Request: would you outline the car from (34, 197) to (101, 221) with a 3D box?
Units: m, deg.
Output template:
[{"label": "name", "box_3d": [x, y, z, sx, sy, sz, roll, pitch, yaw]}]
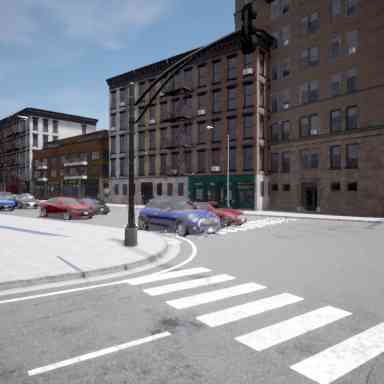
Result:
[{"label": "car", "box_3d": [-9.160, 1.152, 24.183, 5.008, 1.535, 1.882, 1, 0, 38]}]

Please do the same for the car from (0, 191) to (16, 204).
[{"label": "car", "box_3d": [-27.587, 0.786, 48.231, 4.553, 1.767, 2.097, 1, 0, 41]}]

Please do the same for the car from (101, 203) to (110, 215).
[{"label": "car", "box_3d": [-8.816, 1.232, 28.058, 4.181, 1.385, 1.994, 1, 0, 38]}]

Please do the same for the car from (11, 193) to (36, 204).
[{"label": "car", "box_3d": [-25.900, 0.970, 51.063, 4.674, 1.442, 1.812, 1, 0, 41]}]

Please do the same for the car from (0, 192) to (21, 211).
[{"label": "car", "box_3d": [-18.757, 1.030, 31.900, 5.008, 1.535, 1.882, 0, 0, 40]}]

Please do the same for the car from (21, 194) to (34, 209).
[{"label": "car", "box_3d": [-18.356, 1.038, 35.789, 4.902, 1.511, 2.128, 1, 0, 40]}]

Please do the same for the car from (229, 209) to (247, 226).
[{"label": "car", "box_3d": [1.072, 1.328, 20.427, 4.674, 1.442, 1.812, 1, 0, 37]}]

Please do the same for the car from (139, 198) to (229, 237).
[{"label": "car", "box_3d": [-0.694, 1.144, 16.807, 2.097, 1.767, 4.553, 0, 0, -44]}]
